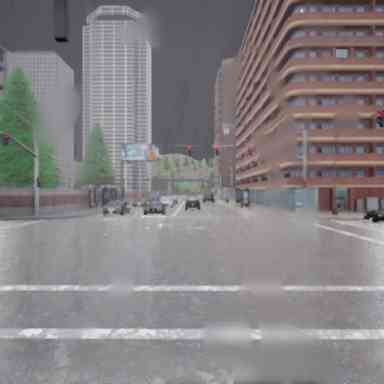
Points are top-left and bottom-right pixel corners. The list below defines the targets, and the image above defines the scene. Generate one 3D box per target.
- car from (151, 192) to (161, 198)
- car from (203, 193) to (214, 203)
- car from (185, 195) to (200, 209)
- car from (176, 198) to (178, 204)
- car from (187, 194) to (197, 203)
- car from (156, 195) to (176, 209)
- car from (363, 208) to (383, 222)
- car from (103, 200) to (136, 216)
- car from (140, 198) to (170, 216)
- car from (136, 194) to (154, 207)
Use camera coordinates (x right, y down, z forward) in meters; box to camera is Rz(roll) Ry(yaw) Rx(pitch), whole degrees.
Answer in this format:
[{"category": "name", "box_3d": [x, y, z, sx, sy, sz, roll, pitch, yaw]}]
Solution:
[{"category": "car", "box_3d": [-7.060, 1.214, 63.555, 2.150, 2.045, 5.566, 0, 0, 1]}, {"category": "car", "box_3d": [3.470, 1.213, 69.051, 2.150, 2.045, 5.566, 0, 0, 0]}, {"category": "car", "box_3d": [0.081, 1.472, 44.805, 1.882, 1.535, 5.008, 0, 0, 0]}, {"category": "car", "box_3d": [-3.584, 1.518, 61.481, 1.812, 1.442, 4.674, 0, 0, 0]}, {"category": "car", "box_3d": [-0.030, 1.342, 69.840, 2.097, 1.767, 4.553, 0, 0, 0]}, {"category": "car", "box_3d": [-3.602, 1.520, 46.476, 1.812, 1.442, 4.674, 0, 0, 0]}, {"category": "car", "box_3d": [15.021, 1.489, 23.611, 5.357, 1.411, 2.033, 0, 0, -12]}, {"category": "car", "box_3d": [-7.148, 1.487, 32.015, 2.128, 1.511, 4.902, 0, 0, 1]}, {"category": "car", "box_3d": [-3.610, 1.560, 32.851, 1.994, 1.385, 4.181, 0, 0, 0]}, {"category": "car", "box_3d": [-7.109, 1.487, 47.010, 2.128, 1.511, 4.902, 0, 0, 0]}]
